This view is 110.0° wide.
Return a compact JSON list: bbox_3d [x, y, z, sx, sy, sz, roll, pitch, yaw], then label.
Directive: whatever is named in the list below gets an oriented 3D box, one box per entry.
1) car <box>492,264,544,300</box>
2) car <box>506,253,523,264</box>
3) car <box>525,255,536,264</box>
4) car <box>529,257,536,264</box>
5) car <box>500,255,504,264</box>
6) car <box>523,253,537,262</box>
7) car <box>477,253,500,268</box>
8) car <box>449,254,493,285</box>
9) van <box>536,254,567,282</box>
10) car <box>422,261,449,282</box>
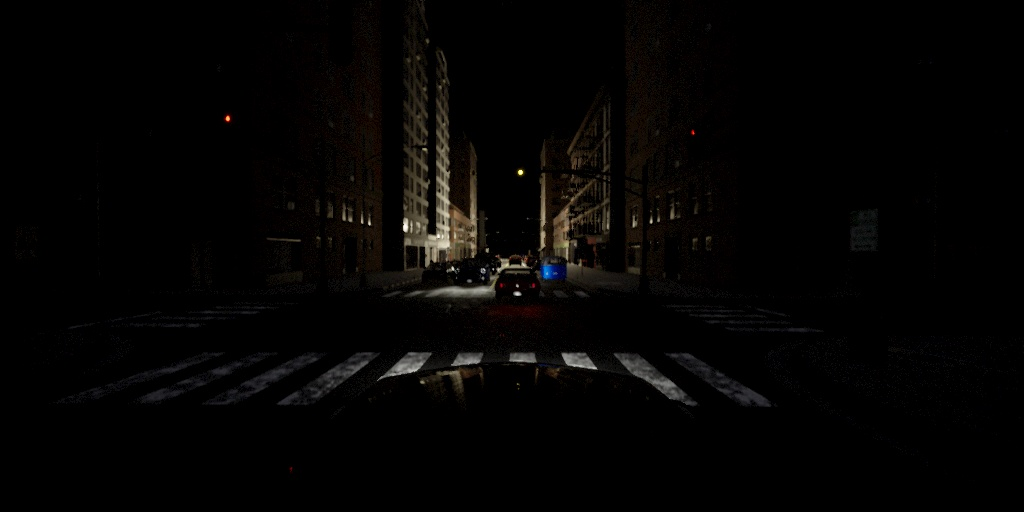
[{"bbox_3d":[0.252,1.222,16.909,1.895,1.301,4.718,0,1,1],"label":"car"},{"bbox_3d":[0.513,0.748,54.726,1.882,1.535,5.008,0,1,1],"label":"car"},{"bbox_3d":[3.086,0.914,48.136,1.802,1.307,4.207,0,0,1],"label":"car"},{"bbox_3d":[2.975,1.019,36.774,1.802,1.307,4.207,0,0,1],"label":"car"},{"bbox_3d":[-2.396,0.913,46.557,1.994,1.385,4.181,0,1,1],"label":"car"},{"bbox_3d":[3.142,0.593,53.818,2.192,1.841,5.009,0,0,1],"label":"car"},{"bbox_3d":[-2.533,0.687,33.820,2.150,2.045,5.566,0,0,1],"label":"car"},{"bbox_3d":[-2.587,0.905,23.893,2.097,1.767,4.553,0,1,0],"label":"car"},{"bbox_3d":[2.864,0.879,25.413,1.690,1.789,3.998,0,0,1],"label":"van"},{"bbox_3d":[-5.161,1.090,25.483,2.007,1.370,4.403,0,0,1],"label":"car"}]
